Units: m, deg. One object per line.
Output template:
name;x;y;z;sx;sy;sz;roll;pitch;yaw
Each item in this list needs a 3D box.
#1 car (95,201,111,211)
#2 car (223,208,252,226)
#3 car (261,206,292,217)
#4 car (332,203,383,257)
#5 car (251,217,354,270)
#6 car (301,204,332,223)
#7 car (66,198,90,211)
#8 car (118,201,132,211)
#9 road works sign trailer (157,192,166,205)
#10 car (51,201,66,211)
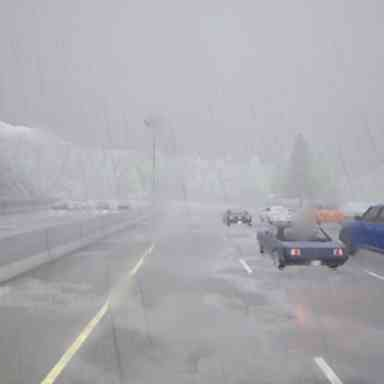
car;-14.663;2.268;54.864;1.837;1.490;4.892;0;-1;-4
car;3.528;1.974;26.660;1.895;1.301;4.718;0;-1;0
car;7.039;1.917;27.977;1.812;1.442;4.674;0;-1;1
car;7.028;1.380;11.139;2.150;2.045;5.566;0;-1;0
car;3.533;1.765;11.660;1.895;1.301;4.718;0;-1;0
car;10.533;1.732;27.186;2.097;1.767;4.553;0;-1;0
car;-18.108;1.974;54.102;2.150;2.045;5.566;0;-1;-4
car;-11.208;2.251;55.528;1.882;1.535;5.008;0;-1;-4
road works sign trailer;-8.648;1.768;93.676;2.380;3.560;2.880;0;-1;-21
car;-21.673;2.287;54.752;1.812;1.442;4.674;0;-1;-4
